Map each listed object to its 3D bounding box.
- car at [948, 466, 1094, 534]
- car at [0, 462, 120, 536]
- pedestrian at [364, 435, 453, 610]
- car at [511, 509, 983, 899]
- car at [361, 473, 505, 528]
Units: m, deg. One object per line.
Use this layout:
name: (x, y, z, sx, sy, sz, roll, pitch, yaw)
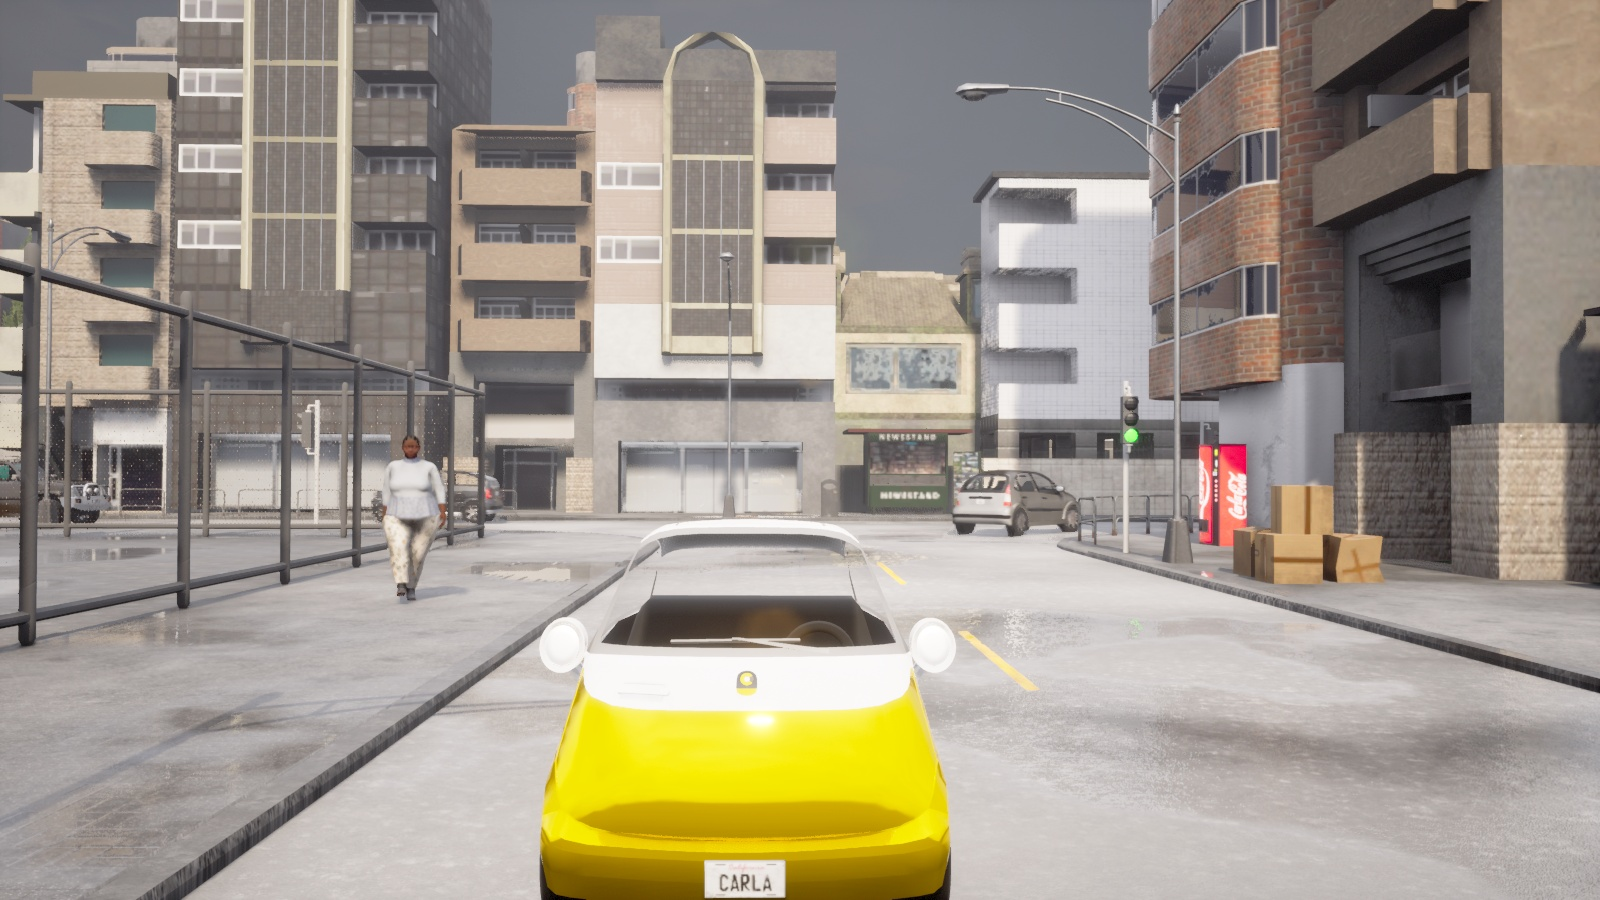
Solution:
car: (5.660, 1.224, 31.905, 1.851, 1.617, 3.988, -1, -1, 41)
car: (-20.481, 1.259, 32.573, 4.605, 1.855, 1.932, 0, -1, -1)
pedestrian: (-4.288, 0.773, 13.800, 0.874, 1.855, 0.900, 0, -1, -14)
car: (-0.190, 0.955, 5.061, 1.481, 1.376, 2.207, 0, -1, -1)
car: (-10.724, 1.453, 36.835, 3.705, 1.549, 1.789, 0, -1, -1)
